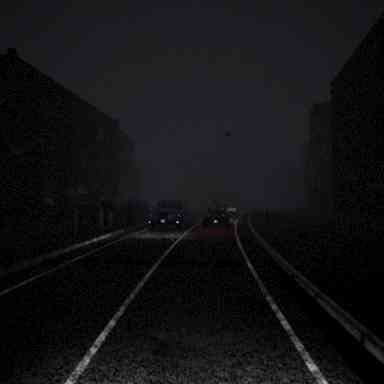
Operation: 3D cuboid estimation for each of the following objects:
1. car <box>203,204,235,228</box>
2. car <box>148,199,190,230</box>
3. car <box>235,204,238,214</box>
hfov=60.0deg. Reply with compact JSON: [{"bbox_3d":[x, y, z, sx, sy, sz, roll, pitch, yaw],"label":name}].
[{"bbox_3d":[1.904,1.786,24.741,2.128,1.511,4.902,0,-1,7],"label":"car"},{"bbox_3d":[-1.471,1.508,23.559,2.150,2.045,5.566,0,-1,8],"label":"car"},{"bbox_3d":[4.892,2.146,42.658,1.895,1.301,4.718,0,-1,11],"label":"car"}]
